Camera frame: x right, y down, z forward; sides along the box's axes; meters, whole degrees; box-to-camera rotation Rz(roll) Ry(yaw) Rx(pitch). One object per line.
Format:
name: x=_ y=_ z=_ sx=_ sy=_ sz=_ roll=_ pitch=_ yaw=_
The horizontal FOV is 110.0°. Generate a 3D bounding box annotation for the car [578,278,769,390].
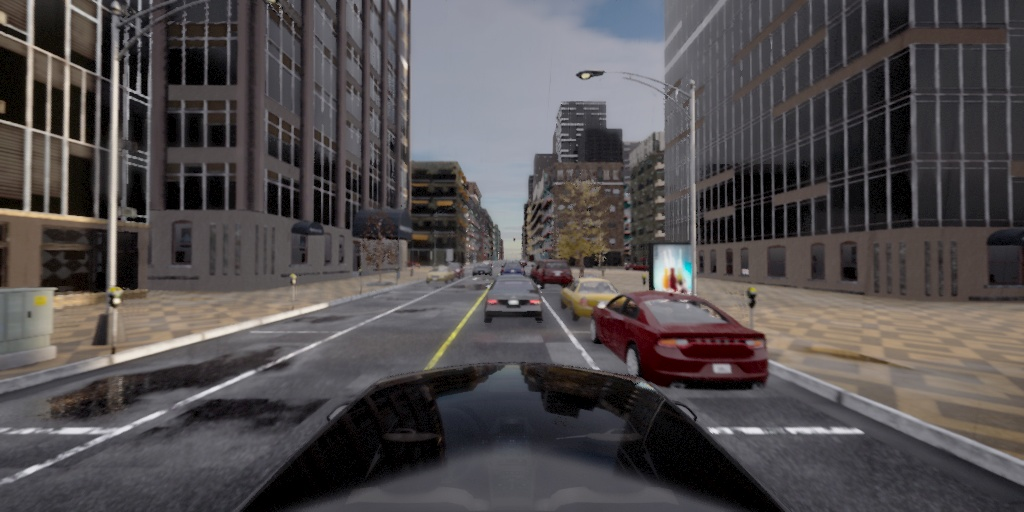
car: x=2.690 y=1.321 z=6.829 sx=1.888 sy=1.381 sz=4.507 roll=0 pitch=0 yaw=0

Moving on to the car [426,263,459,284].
car: x=-5.695 y=1.412 z=28.896 sx=1.751 sy=1.417 sz=4.829 roll=0 pitch=0 yaw=0

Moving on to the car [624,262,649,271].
car: x=20.822 y=1.787 z=59.334 sx=4.097 sy=1.591 sz=1.967 roll=0 pitch=0 yaw=0

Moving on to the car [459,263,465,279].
car: x=-5.696 y=1.354 z=34.625 sx=1.967 sy=1.591 sz=4.097 roll=0 pitch=0 yaw=0

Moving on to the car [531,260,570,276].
car: x=2.687 y=1.173 z=23.507 sx=2.192 sy=1.841 sz=5.009 roll=0 pitch=0 yaw=0

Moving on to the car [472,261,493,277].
car: x=-3.095 y=1.496 z=38.196 sx=1.994 sy=1.385 sz=4.181 roll=0 pitch=0 yaw=0

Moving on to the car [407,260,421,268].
car: x=-17.275 y=1.296 z=59.007 sx=4.507 sy=1.381 sz=1.888 roll=0 pitch=0 yaw=0

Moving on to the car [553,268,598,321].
car: x=2.690 y=1.328 z=12.558 sx=1.751 sy=1.417 sz=4.829 roll=0 pitch=0 yaw=0

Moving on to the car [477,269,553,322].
car: x=0.063 y=1.351 z=12.490 sx=2.033 sy=1.411 sz=5.357 roll=0 pitch=0 yaw=0

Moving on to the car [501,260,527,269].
car: x=0.076 y=1.253 z=31.670 sx=2.097 sy=1.767 sz=4.553 roll=0 pitch=0 yaw=0
